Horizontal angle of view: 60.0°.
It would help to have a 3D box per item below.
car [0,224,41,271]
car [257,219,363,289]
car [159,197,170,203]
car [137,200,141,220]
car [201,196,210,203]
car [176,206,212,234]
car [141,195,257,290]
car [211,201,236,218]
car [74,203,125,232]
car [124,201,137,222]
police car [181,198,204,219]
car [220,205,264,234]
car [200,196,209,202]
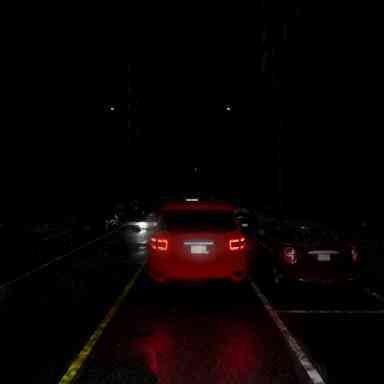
[{"bbox_3d":[-5.669,1.582,9.135,1.802,1.307,4.206,0,0,0],"label":"car"},{"bbox_3d":[2.856,1.440,9.132,1.967,1.590,4.097,0,0,0],"label":"car"},{"bbox_3d":[-5.617,1.626,68.244,1.802,1.307,4.206,0,0,0],"label":"car"},{"bbox_3d":[-3.038,1.508,27.274,1.837,1.490,4.892,0,0,0],"label":"car"},{"bbox_3d":[2.919,1.579,73.807,1.752,1.417,4.829,0,0,0],"label":"car"},{"bbox_3d":[0.104,1.602,19.986,1.895,1.301,4.718,0,0,0],"label":"car"},{"bbox_3d":[0.106,1.221,9.216,2.150,2.045,5.566,0,0,-1],"label":"car"},{"bbox_3d":[2.863,1.569,31.138,1.947,1.339,4.313,0,0,0],"label":"car"},{"bbox_3d":[-5.666,1.567,20.138,1.947,1.339,4.313,0,0,0],"label":"car"},{"bbox_3d":[-5.665,1.584,25.639,1.802,1.307,4.206,0,0,0],"label":"car"},{"bbox_3d":[0.008,1.428,30.250,1.930,1.638,5.238,0,0,0],"label":"police car"},{"bbox_3d":[2.859,1.552,20.135,2.008,1.369,4.403,0,0,0],"label":"car"},{"bbox_3d":[2.931,1.616,79.046,2.008,1.369,4.403,0,0,0],"label":"car"}]
